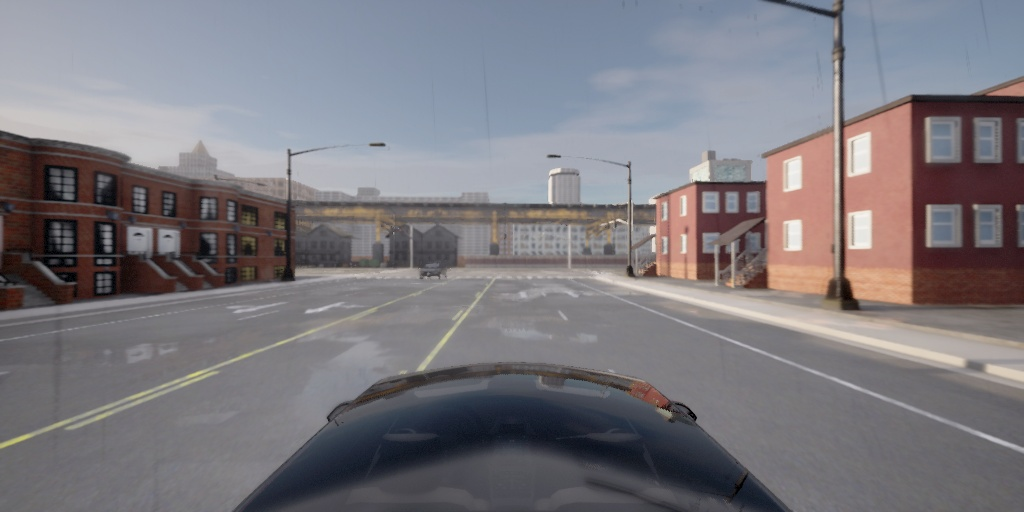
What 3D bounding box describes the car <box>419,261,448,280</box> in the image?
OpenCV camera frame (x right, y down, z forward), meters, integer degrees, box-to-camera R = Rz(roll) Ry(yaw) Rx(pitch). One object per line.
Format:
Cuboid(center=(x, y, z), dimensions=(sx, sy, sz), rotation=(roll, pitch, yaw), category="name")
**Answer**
Cuboid(center=(-7.011, 1.254, 32.351), dimensions=(1.837, 1.490, 4.892), rotation=(0, 0, 0), category="car")
